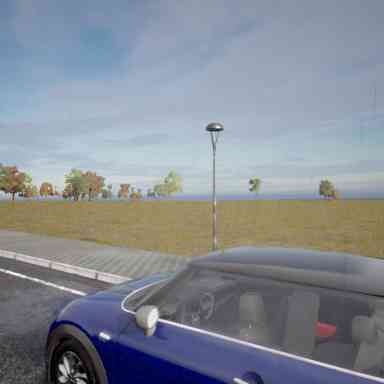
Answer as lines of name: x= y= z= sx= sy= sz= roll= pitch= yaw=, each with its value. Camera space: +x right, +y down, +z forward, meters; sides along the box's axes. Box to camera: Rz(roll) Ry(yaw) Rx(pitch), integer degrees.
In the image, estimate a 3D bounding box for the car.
car: x=0.541 y=1.353 z=3.328 sx=4.553 sy=1.767 sz=2.097 roll=0 pitch=0 yaw=36
